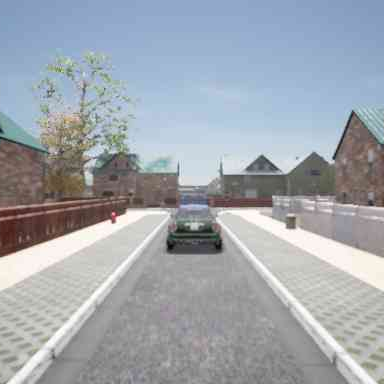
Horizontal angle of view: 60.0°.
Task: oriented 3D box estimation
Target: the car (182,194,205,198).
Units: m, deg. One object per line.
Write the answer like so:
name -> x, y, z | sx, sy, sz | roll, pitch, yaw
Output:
car -> 0.074, 1.157, 26.166 | 2.150, 2.045, 5.566 | 0, 0, -1

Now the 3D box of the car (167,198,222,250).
car -> 0.094, 1.316, 14.299 | 2.097, 1.767, 4.553 | 0, 0, 0
